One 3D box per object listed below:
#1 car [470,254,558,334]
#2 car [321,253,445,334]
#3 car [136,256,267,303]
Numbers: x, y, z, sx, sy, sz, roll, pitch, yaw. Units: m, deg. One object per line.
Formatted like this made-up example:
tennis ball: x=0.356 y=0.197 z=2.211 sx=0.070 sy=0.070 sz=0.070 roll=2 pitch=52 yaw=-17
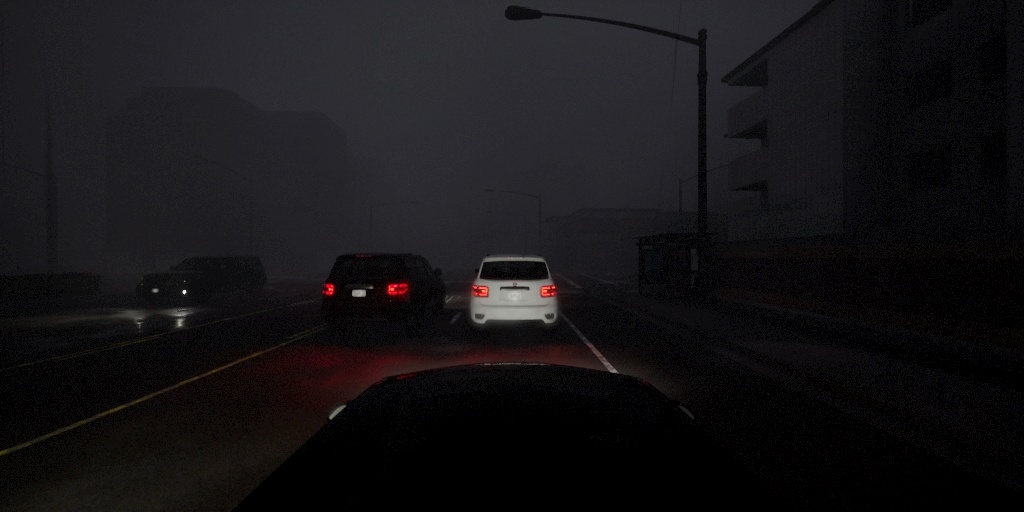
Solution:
car: x=0.026 y=0.972 z=10.756 sx=2.150 sy=2.045 sz=5.566 roll=0 pitch=0 yaw=-1
car: x=-3.471 y=0.966 z=10.741 sx=2.150 sy=2.045 sz=5.566 roll=0 pitch=-1 yaw=-1
car: x=-14.161 y=1.011 z=16.923 sx=2.150 sy=2.045 sz=5.566 roll=0 pitch=0 yaw=-1
